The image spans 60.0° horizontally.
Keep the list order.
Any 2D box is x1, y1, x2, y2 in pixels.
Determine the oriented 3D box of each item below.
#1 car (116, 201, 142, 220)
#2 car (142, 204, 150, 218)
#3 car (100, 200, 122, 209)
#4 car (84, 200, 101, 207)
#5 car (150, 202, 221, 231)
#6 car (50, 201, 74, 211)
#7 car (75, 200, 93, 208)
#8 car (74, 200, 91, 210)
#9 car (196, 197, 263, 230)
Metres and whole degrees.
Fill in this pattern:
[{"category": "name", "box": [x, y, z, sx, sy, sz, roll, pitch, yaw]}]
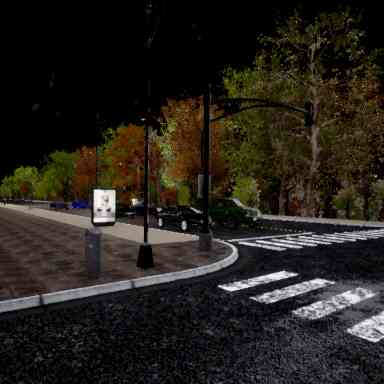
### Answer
[{"category": "car", "box": [-6.731, 1.722, 30.231, 1.837, 1.490, 4.892, 1, -1, -35]}, {"category": "car", "box": [-4.749, 1.836, 33.080, 1.994, 1.385, 4.181, 1, -1, -35]}, {"category": "car", "box": [-14.256, 2.124, 58.589, 2.128, 1.511, 4.902, 1, -1, -35]}, {"category": "car", "box": [-19.990, 2.299, 66.874, 1.994, 1.385, 4.181, 1, -1, -35]}, {"category": "car", "box": [-0.562, 1.611, 21.320, 1.837, 1.490, 4.892, 1, -1, -35]}, {"category": "car", "box": [-19.519, 1.997, 48.873, 2.033, 1.411, 5.357, 1, -1, -35]}, {"category": "car", "box": [-19.897, 2.168, 61.016, 1.812, 1.442, 4.674, 1, -1, -35]}, {"category": "car", "box": [-16.881, 1.973, 50.774, 1.882, 1.535, 5.008, 1, -1, -34]}, {"category": "car", "box": [2.280, 1.368, 22.908, 2.150, 2.045, 5.566, 1, -1, -36]}]
